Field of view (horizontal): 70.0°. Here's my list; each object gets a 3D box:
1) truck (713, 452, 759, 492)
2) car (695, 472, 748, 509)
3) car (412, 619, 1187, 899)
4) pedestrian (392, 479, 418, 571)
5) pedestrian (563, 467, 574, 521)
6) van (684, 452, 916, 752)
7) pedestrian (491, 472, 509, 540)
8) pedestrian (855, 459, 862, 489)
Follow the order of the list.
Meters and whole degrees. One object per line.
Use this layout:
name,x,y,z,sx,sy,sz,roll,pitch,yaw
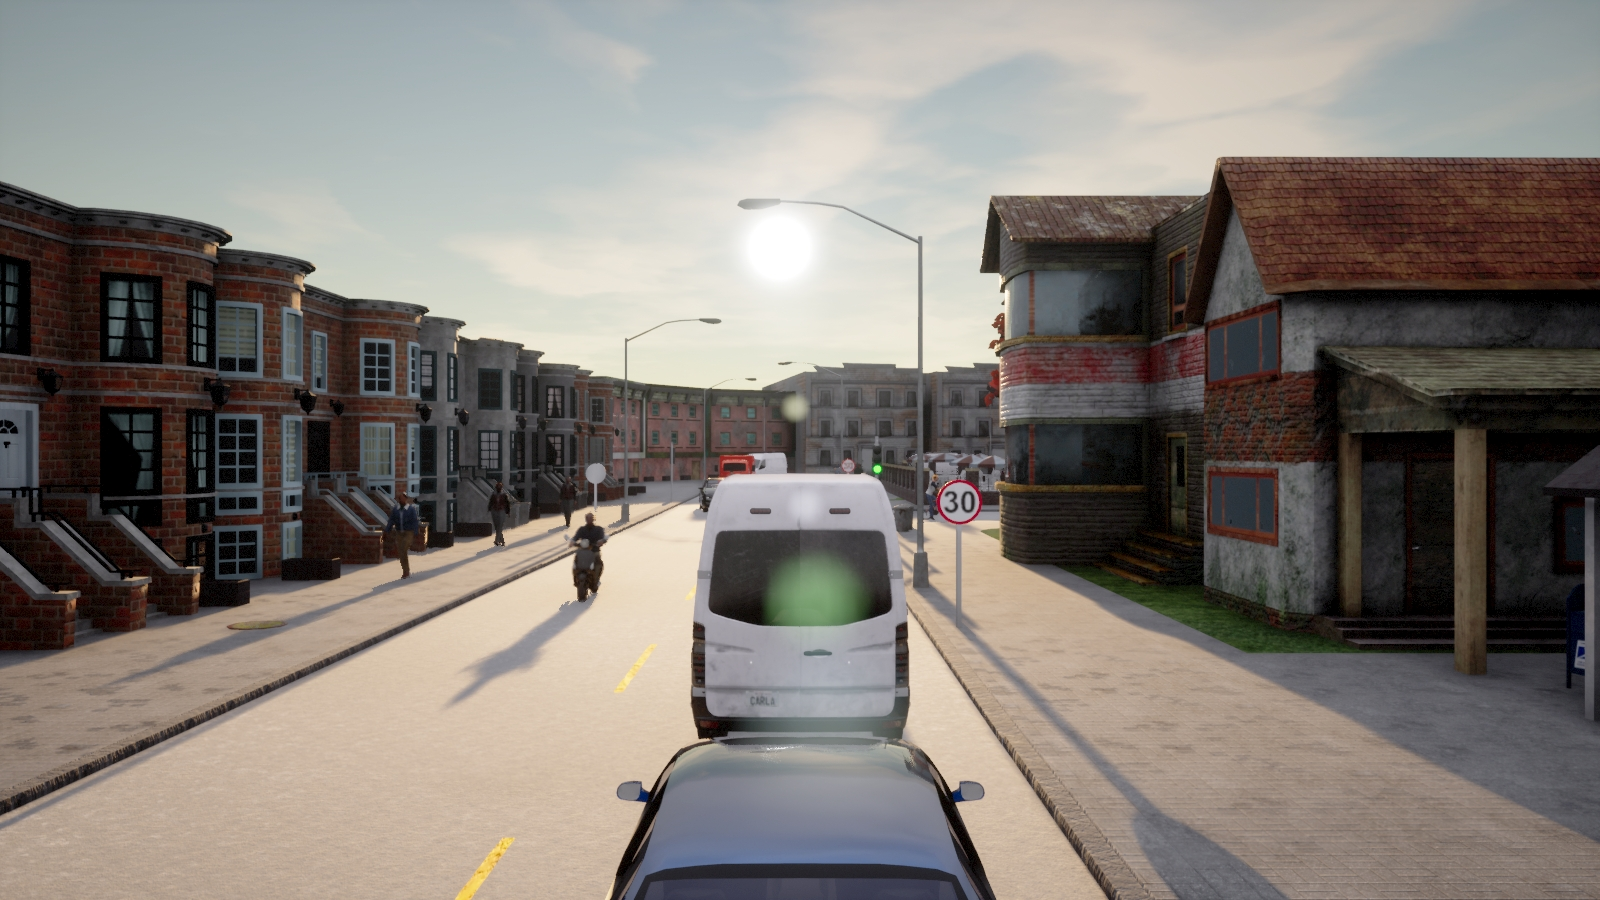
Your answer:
truck,-4.035,1.348,72.688,2.627,2.467,5.204,0,0,0
car,-3.665,1.827,52.844,2.128,1.511,4.902,0,0,-8
car,0.000,1.886,5.316,2.033,1.411,5.357,0,0,0
pedestrian,-8.081,1.525,23.373,0.375,1.860,0.375,0,0,7
pedestrian,-8.050,1.527,39.777,0.375,1.860,0.375,0,0,-11
van,-0.004,1.314,12.768,1.988,2.561,5.915,0,0,0
pedestrian,-8.193,1.524,31.211,0.375,1.860,0.375,0,0,4
pedestrian,3.687,1.525,72.133,0.375,1.860,0.375,0,0,0
